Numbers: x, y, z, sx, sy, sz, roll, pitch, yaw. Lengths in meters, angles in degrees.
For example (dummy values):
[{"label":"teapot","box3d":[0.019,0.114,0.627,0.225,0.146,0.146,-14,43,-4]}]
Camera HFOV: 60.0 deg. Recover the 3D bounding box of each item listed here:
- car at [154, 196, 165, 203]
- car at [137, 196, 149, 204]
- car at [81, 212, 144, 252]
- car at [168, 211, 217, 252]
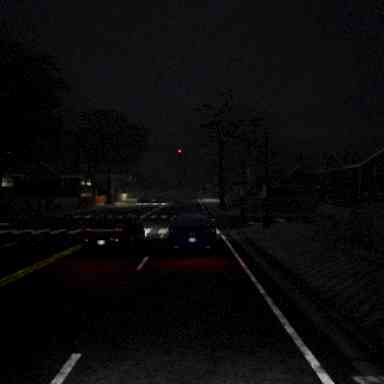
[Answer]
[{"label":"car","box3d":[-6.430,1.487,66.406,1.837,1.490,4.892,0,1,1]},{"label":"car","box3d":[-9.672,1.533,66.402,2.033,1.411,5.357,0,1,0]},{"label":"car","box3d":[-3.229,1.587,14.291,2.128,1.511,4.902,0,0,0]},{"label":"car","box3d":[0.022,1.572,14.476,1.882,1.535,5.008,0,0,0]}]
